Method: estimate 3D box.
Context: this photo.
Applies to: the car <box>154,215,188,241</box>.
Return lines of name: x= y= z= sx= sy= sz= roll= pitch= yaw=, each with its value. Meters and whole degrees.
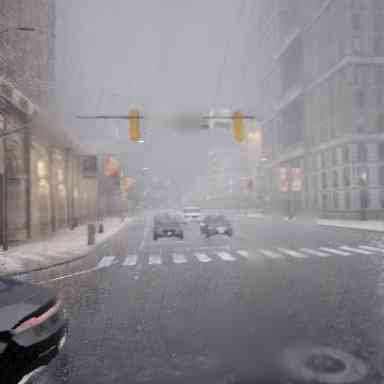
car: x=-1.683 y=2.574 z=23.486 sx=1.994 sy=1.385 sz=4.181 roll=-1 pitch=-2 yaw=-6

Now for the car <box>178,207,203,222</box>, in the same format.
car: x=-0.020 y=2.860 z=40.036 sx=2.150 sy=2.045 sz=5.566 roll=-1 pitch=-2 yaw=-6

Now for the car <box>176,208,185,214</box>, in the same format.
car: x=-3.188 y=5.272 z=92.704 sx=1.882 sy=1.535 sz=5.008 roll=-2 pitch=-2 yaw=7

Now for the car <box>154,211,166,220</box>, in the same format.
car: x=-5.674 y=4.149 z=58.915 sx=1.895 sy=1.301 sz=4.718 roll=-1 pitch=-2 yaw=-7

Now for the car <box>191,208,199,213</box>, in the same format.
car: x=0.789 y=5.111 z=92.512 sx=1.812 sy=1.442 sz=4.674 roll=-1 pitch=-2 yaw=-7

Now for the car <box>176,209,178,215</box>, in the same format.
car: x=-2.206 y=4.024 z=59.375 sx=1.812 sy=1.442 sz=4.674 roll=-1 pitch=-2 yaw=-7

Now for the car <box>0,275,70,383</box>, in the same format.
car: x=-4.097 y=1.774 z=4.074 sx=4.902 sy=1.511 sz=2.128 roll=-1 pitch=-2 yaw=-6

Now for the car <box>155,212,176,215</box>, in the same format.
car: x=-3.345 y=3.144 z=38.331 sx=2.128 sy=1.511 sz=4.902 roll=-1 pitch=-2 yaw=-6

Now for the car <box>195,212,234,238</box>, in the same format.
car: x=1.744 y=2.453 z=24.391 sx=2.128 sy=1.511 sz=4.902 roll=-1 pitch=-2 yaw=-5
